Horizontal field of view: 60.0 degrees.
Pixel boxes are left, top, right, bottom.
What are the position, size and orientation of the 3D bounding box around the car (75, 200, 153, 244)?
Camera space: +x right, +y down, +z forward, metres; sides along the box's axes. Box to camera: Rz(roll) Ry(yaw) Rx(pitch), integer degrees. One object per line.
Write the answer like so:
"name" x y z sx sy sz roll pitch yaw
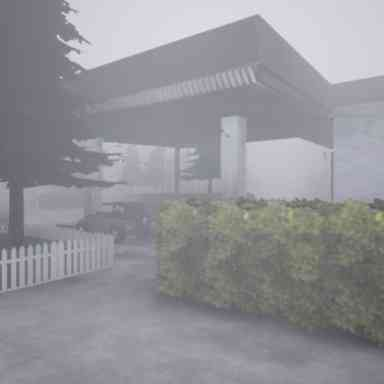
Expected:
"car" -3.673 1.338 15.737 3.866 1.878 1.905 0 0 35
